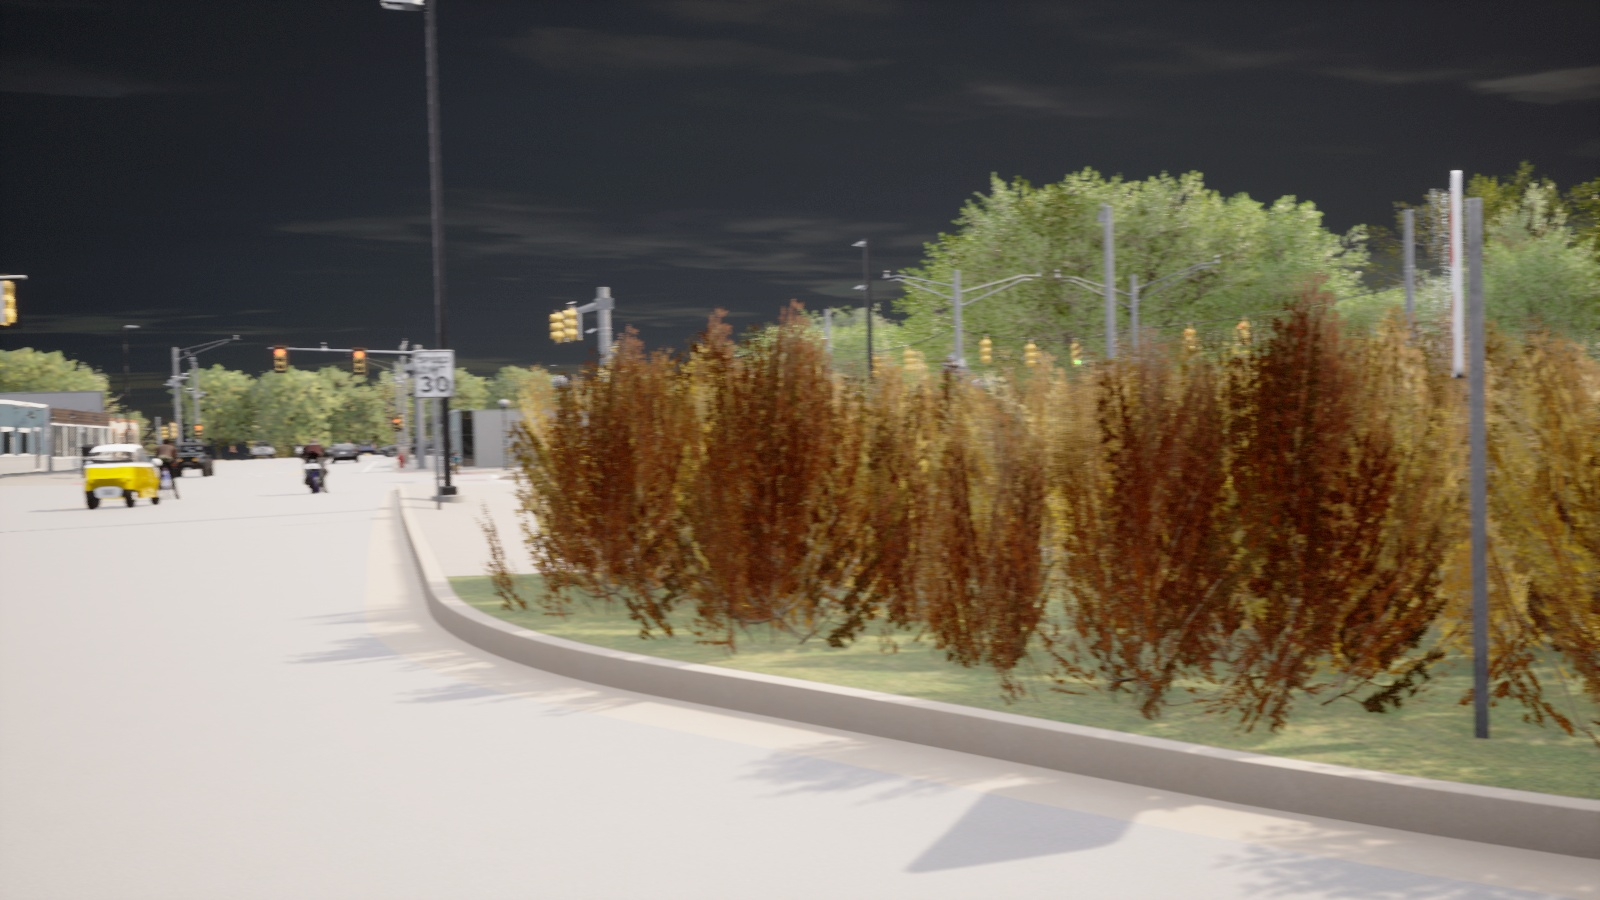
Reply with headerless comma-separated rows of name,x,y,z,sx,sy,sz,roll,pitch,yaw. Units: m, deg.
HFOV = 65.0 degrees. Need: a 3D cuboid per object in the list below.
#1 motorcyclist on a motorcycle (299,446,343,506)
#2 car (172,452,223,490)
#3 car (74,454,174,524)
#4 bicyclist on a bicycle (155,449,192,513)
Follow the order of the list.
motorcyclist on a motorcycle,-12.979,0.698,34.079,0.866,1.530,2.191,-3,0,-17
car,-32.747,1.116,68.374,1.905,1.878,3.866,-3,1,-18
car,-14.624,0.815,27.257,1.481,1.376,2.207,-3,0,-18
bicyclist on a bicycle,-16.603,0.819,33.284,0.582,1.620,1.656,-3,0,-19
